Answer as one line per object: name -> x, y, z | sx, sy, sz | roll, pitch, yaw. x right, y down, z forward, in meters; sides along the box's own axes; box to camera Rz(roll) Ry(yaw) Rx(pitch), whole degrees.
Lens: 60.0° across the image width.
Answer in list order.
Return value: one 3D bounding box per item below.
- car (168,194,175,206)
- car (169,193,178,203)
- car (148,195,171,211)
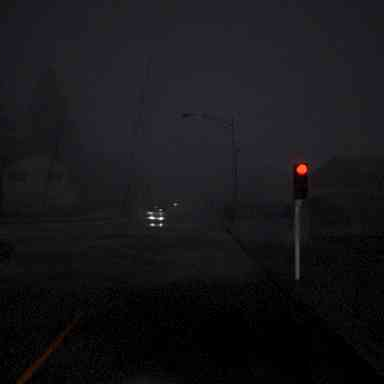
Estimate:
car -> -4.067, 1.526, 52.669 | 1.812, 1.442, 4.674 | 0, 0, 0
car -> -3.989, 1.225, 68.062 | 2.150, 2.045, 5.566 | 0, 0, 0
car -> -4.085, 1.491, 40.057 | 2.128, 1.511, 4.902 | 0, 0, 0
